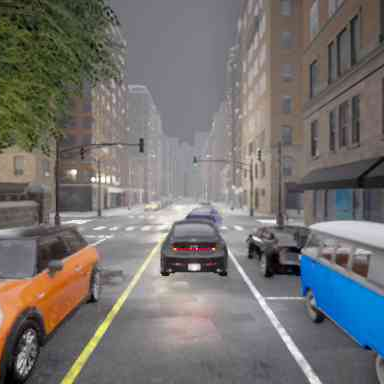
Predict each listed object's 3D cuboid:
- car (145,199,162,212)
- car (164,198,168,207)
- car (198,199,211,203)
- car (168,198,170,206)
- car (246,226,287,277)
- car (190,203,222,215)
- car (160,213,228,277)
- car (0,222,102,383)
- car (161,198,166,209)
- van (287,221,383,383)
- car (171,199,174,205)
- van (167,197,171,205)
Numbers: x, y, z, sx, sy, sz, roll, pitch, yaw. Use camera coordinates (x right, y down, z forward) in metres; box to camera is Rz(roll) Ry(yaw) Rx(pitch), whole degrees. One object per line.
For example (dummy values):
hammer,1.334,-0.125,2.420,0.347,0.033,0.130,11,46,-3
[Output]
car,-5.795,2.077,48.254,1.752,1.417,4.829,0,-1,0
car,-5.824,2.226,59.324,1.887,1.381,4.507,0,-1,0
car,2.686,2.186,64.835,1.967,1.590,4.097,0,-1,0
car,-5.839,2.291,64.775,1.887,1.381,4.507,0,-1,0
car,2.831,1.689,10.460,1.947,1.339,4.313,0,-1,0
car,0.888,1.732,21.916,1.882,1.535,5.008,-1,-1,12
car,0.058,1.630,10.616,1.837,1.490,4.892,0,-1,0
car,-3.011,1.417,5.389,2.097,1.767,4.553,0,-1,0
car,-5.809,2.168,53.873,2.008,1.369,4.403,0,-1,0
van,2.846,1.399,4.803,1.690,1.788,3.998,0,-1,0
car,-5.868,2.430,75.675,2.008,1.369,4.403,0,-1,0
van,-5.854,2.154,70.227,1.690,1.788,3.998,0,-1,0
